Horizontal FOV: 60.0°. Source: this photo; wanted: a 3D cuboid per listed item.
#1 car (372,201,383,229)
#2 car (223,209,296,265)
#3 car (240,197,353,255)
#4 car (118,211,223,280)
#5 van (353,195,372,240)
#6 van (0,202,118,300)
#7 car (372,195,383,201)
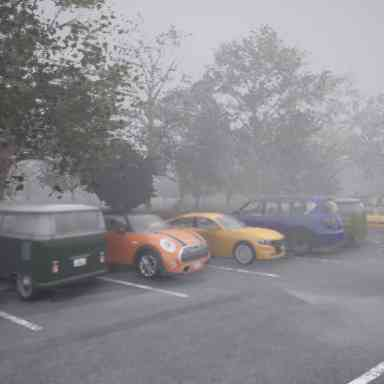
[{"bbox_3d":[10.552,1.463,18.490,5.366,1.575,1.946,-1,-1,34],"label":"car"},{"bbox_3d":[0.749,1.487,11.717,5.008,1.535,2.097,-1,-1,34],"label":"car"},{"bbox_3d":[3.133,1.234,13.444,5.566,2.045,2.435,-1,0,34],"label":"car"},{"bbox_3d":[-1.686,1.363,10.008,4.553,1.767,2.185,-1,-1,35],"label":"car"},{"bbox_3d":[5.472,1.256,15.205,4.442,1.987,1.878,-1,0,35],"label":"van"},{"bbox_3d":[-4.173,1.263,8.331,4.442,1.987,1.878,-1,-1,35],"label":"van"},{"bbox_3d":[12.829,1.210,20.286,5.566,2.045,2.435,-1,-1,35],"label":"car"}]
